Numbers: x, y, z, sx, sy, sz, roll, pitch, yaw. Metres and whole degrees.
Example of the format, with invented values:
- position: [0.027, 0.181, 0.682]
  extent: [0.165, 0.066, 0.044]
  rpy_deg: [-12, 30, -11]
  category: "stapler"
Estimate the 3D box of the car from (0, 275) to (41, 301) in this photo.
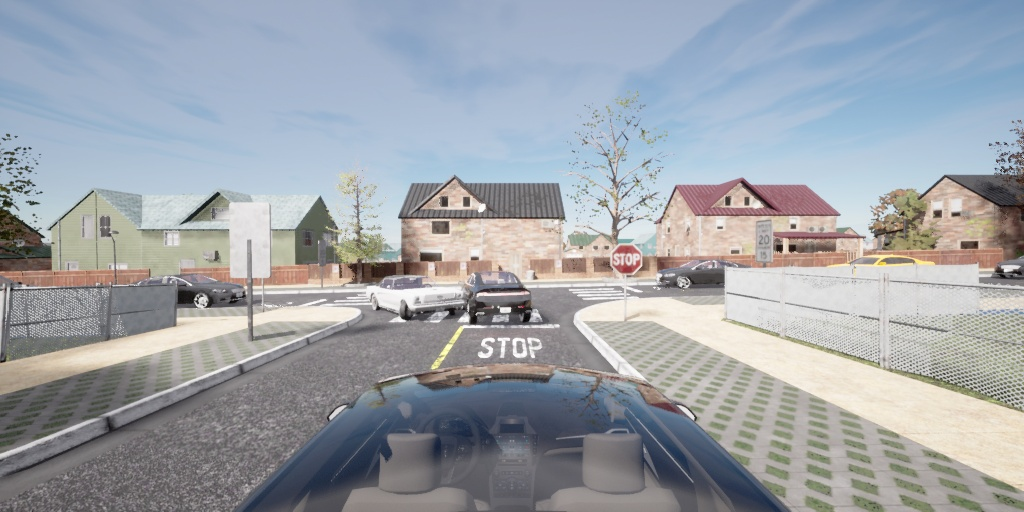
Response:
- position: [-24.232, 1.648, 16.317]
  extent: [4.553, 1.767, 2.097]
  rpy_deg: [-1, 1, 0]
  category: "car"

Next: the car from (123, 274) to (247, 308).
- position: [-14.895, 1.566, 16.353]
  extent: [4.902, 1.511, 2.128]
  rpy_deg: [-1, 1, 0]
  category: "car"

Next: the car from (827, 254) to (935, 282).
- position: [19.770, 0.690, 19.426]
  extent: [5.008, 1.535, 1.882]
  rpy_deg: [-1, 1, -1]
  category: "car"

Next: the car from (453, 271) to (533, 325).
- position: [-0.680, 1.242, 11.991]
  extent: [2.128, 1.511, 4.902]
  rpy_deg: [0, 0, -12]
  category: "car"

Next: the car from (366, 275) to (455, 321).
- position: [-3.597, 1.368, 12.852]
  extent: [1.895, 1.301, 4.718]
  rpy_deg: [0, 0, -38]
  category: "car"

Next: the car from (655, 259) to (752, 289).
- position: [10.340, 0.926, 19.394]
  extent: [4.902, 1.511, 2.128]
  rpy_deg: [-1, 1, 0]
  category: "car"

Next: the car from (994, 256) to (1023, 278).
- position: [29.394, 0.478, 19.458]
  extent: [4.902, 1.511, 2.128]
  rpy_deg: [-1, 1, 0]
  category: "car"
